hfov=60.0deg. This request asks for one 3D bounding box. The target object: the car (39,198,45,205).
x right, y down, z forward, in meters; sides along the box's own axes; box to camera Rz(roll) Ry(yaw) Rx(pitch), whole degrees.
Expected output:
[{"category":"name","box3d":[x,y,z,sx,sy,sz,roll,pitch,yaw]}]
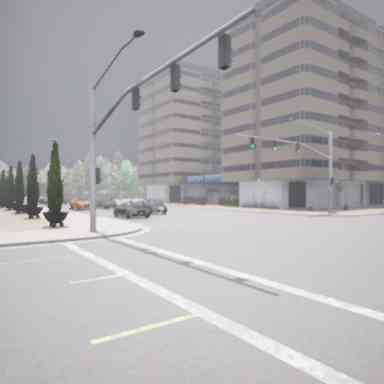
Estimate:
[{"category":"car","box3d":[-24.764,1.495,56.991,1.812,1.442,4.674,0,0,-35]}]

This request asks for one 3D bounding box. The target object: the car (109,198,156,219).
[{"category":"car","box3d":[-5.231,1.530,28.650,1.994,1.385,4.181,0,0,-35]}]

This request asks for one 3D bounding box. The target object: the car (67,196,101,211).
[{"category":"car","box3d":[-13.006,1.318,39.866,2.097,1.767,4.553,0,0,-35]}]

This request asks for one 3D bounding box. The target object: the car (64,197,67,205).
[{"category":"car","box3d":[-21.999,1.481,59.148,1.837,1.490,4.892,0,0,-35]}]

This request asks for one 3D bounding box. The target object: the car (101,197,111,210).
[{"category":"car","box3d":[-11.254,1.456,43.485,1.837,1.490,4.892,0,2,-35]}]

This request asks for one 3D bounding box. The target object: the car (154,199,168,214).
[{"category":"car","box3d":[-4.249,1.448,33.372,2.128,1.511,4.902,0,0,-35]}]
